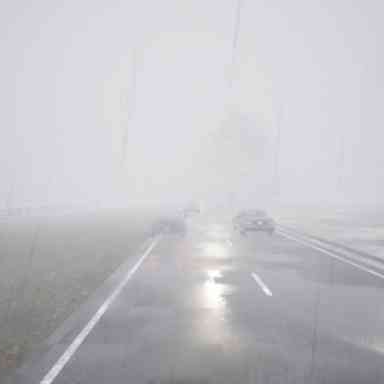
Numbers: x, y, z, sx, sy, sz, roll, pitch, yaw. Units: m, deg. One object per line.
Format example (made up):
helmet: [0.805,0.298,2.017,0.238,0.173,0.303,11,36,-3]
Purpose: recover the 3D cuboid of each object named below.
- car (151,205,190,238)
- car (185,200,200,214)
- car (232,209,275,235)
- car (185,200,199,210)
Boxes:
car: [-1.221,1.697,18.668,1.812,1.442,4.674,0,-1,0]
car: [0.053,1.999,40.267,1.895,1.301,4.718,0,-1,1]
car: [3.602,1.732,20.123,2.033,1.411,5.357,0,-1,0]
car: [0.012,2.021,53.573,2.128,1.511,4.902,0,0,0]
